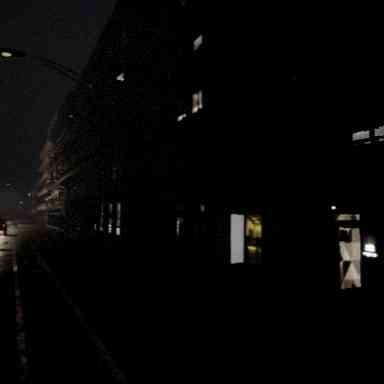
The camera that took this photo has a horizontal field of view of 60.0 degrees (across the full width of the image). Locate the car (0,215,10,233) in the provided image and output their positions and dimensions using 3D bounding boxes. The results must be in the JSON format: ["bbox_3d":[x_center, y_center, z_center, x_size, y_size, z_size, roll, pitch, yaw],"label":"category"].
[{"bbox_3d":[-22.668,3.856,38.705,2.097,1.767,4.553,3,-5,-28],"label":"car"}]
